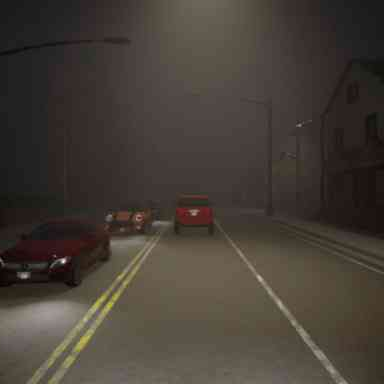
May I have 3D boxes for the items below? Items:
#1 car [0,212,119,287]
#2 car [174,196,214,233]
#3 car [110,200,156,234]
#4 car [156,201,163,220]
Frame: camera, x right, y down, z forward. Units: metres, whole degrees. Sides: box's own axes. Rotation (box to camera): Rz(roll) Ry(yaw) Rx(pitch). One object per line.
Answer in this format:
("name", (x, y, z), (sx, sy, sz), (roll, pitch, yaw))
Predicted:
("car", (-3.588, 1.523, 9.436), (1.812, 1.442, 4.674), (0, 0, 0))
("car", (0.104, 1.217, 19.648), (2.150, 2.045, 5.566), (0, 0, 0))
("car", (-3.557, 1.347, 19.277), (2.097, 1.767, 4.553), (0, 0, 0))
("car", (-3.494, 1.498, 28.249), (1.837, 1.490, 4.892), (0, 0, 0))
